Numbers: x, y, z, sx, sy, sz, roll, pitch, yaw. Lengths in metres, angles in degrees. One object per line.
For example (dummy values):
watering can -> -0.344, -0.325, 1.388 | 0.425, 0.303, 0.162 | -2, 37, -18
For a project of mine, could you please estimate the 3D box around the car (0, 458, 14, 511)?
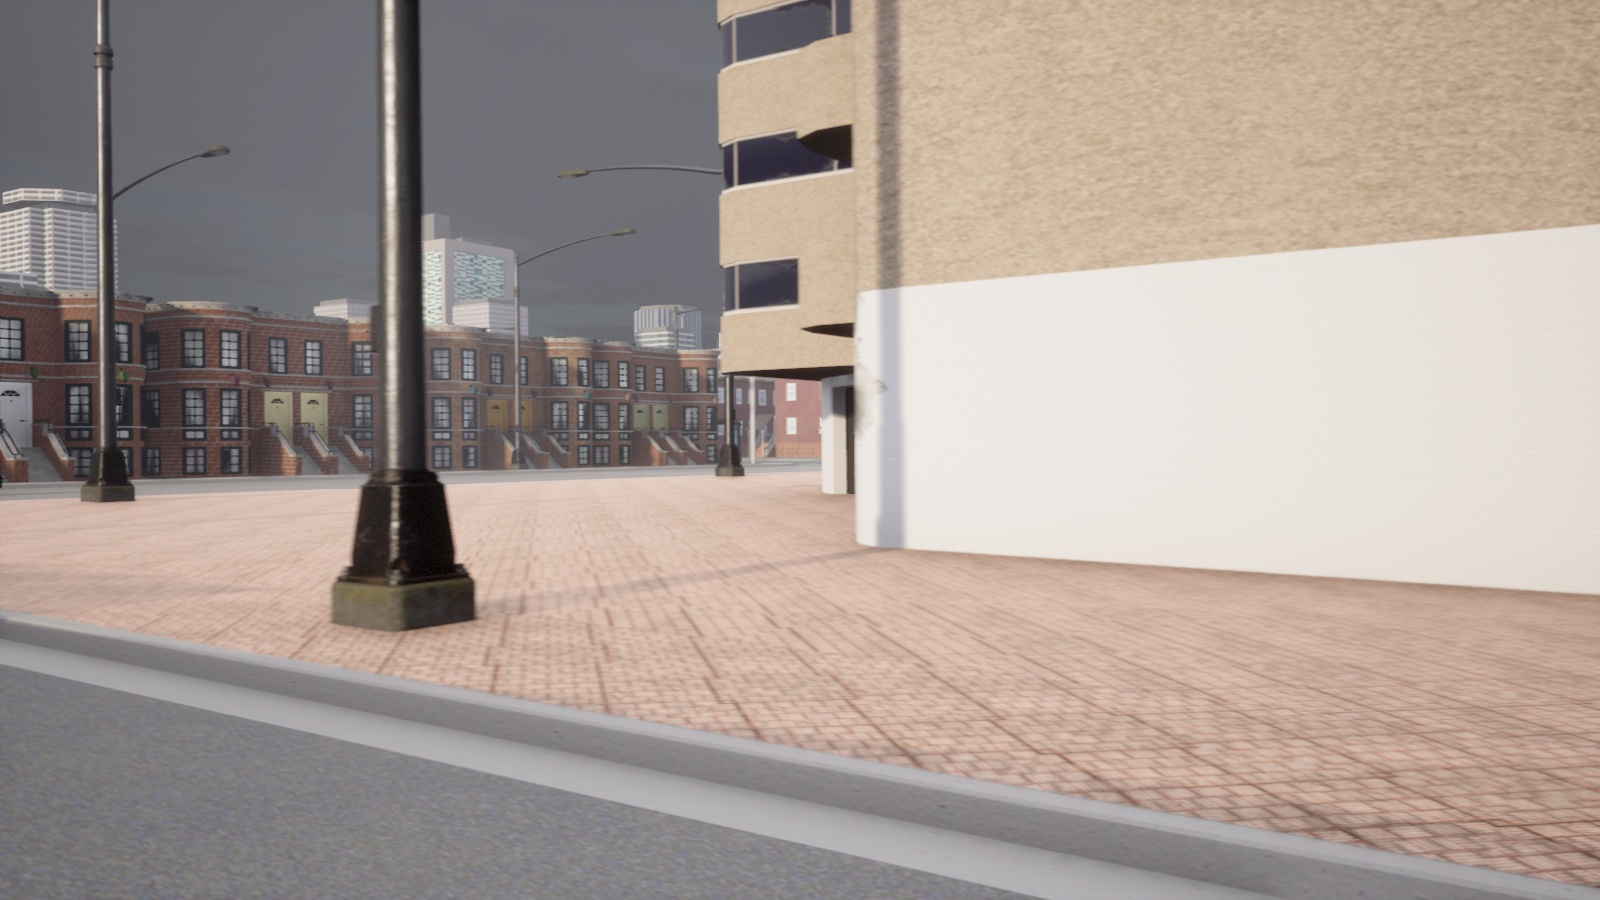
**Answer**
car -> -22.733, 0.958, 31.917 | 1.994, 1.385, 4.181 | -2, 0, 35
